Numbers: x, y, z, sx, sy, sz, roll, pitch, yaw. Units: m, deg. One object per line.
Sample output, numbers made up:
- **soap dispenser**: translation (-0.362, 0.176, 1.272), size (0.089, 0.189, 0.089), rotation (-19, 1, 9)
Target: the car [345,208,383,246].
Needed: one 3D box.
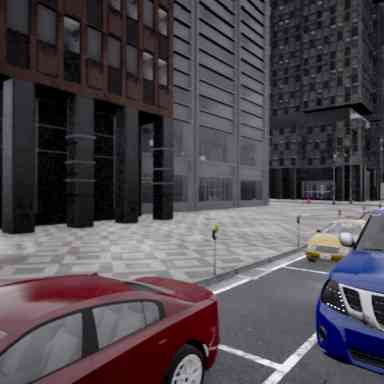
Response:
- **car**: translation (8.911, 1.549, 15.816), size (1.887, 1.381, 4.507), rotation (0, 0, 39)

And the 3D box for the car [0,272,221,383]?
- **car**: translation (-1.511, 1.542, 2.926), size (1.887, 1.381, 4.507), rotation (0, 0, 39)

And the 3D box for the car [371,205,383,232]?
- **car**: translation (12.385, 1.552, 20.113), size (1.887, 1.381, 4.507), rotation (0, 0, 39)

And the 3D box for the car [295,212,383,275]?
- **car**: translation (5.330, 1.527, 11.387), size (1.752, 1.417, 4.829), rotation (0, 0, 39)

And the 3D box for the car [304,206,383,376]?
- **car**: translation (3.852, 1.224, 5.310), size (2.150, 2.045, 5.566), rotation (0, 0, 39)
